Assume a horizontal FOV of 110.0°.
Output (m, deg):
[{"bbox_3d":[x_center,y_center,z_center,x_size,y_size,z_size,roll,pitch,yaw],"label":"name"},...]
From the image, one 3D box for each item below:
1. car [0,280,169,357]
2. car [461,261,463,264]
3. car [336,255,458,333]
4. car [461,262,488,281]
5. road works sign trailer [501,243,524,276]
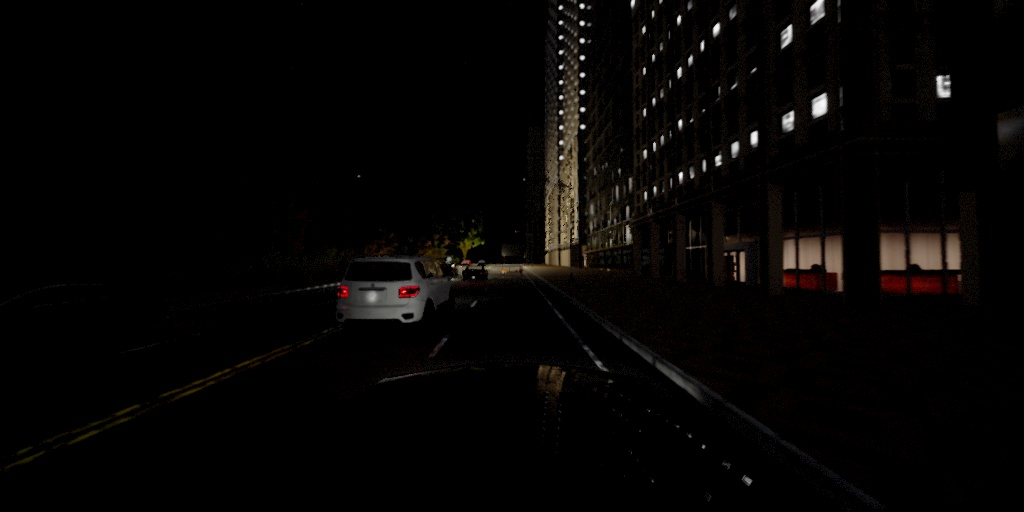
[{"bbox_3d":[-9.803,1.260,7.161,2.128,1.511,4.902,0,0,0],"label":"car"},{"bbox_3d":[-6.589,1.444,35.958,2.033,1.411,5.357,0,0,0],"label":"car"},{"bbox_3d":[-3.208,1.005,10.994,2.150,2.045,5.566,0,0,1],"label":"car"},{"bbox_3d":[-3.160,1.474,31.749,1.895,1.301,4.718,0,0,0],"label":"car"},{"bbox_3d":[0.003,0.386,40.256,2.380,3.560,2.880,0,0,0],"label":"road works sign trailer"}]
